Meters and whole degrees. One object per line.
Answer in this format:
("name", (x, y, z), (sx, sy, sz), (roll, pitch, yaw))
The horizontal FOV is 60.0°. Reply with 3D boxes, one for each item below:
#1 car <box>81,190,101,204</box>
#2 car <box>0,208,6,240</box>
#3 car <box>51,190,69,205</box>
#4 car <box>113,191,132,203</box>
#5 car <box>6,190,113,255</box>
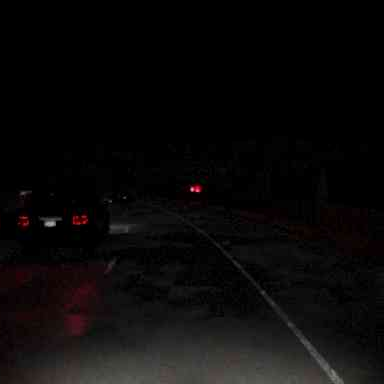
("car", (-12.325, 0.584, 40.498), (1.812, 1.442, 4.674), (-1, 2, -23))
("car", (-7.913, 1.260, 12.404), (2.033, 1.411, 5.357), (0, 1, -8))
("car", (-15.808, 0.585, 39.737), (1.837, 1.490, 4.892), (-1, 2, -24))
("car", (-8.676, 0.612, 40.849), (1.994, 1.385, 4.181), (-1, 2, -23))
("car", (-4.396, 0.937, 12.161), (2.150, 2.045, 5.566), (0, 1, -7))
